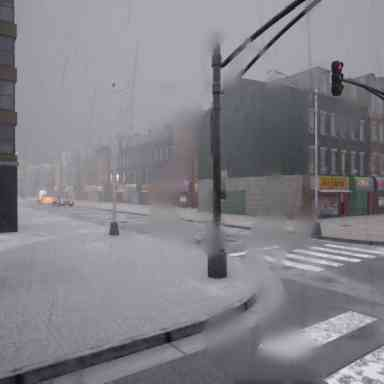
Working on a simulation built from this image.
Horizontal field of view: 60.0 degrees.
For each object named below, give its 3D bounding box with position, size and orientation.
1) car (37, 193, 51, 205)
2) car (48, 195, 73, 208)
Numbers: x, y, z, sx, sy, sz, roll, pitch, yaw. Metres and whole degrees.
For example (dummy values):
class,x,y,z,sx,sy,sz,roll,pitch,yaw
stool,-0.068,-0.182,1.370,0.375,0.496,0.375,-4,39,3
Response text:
class,x,y,z,sx,sy,sz,roll,pitch,yaw
car,-23.806,1.163,54.049,2.097,1.767,4.553,0,0,-34
car,-17.958,1.443,45.901,1.895,1.301,4.718,0,0,-36
